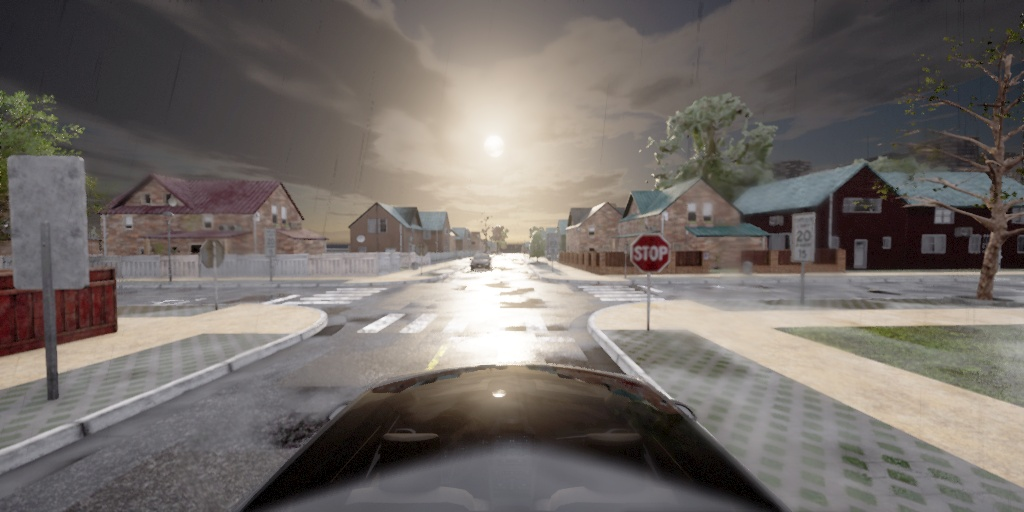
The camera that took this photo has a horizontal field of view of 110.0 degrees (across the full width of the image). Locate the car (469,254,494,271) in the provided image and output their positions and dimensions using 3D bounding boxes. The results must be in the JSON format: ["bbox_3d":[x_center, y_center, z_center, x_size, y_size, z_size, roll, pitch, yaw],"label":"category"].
[{"bbox_3d":[-2.778,0.566,33.125,1.837,1.490,4.892,0,2,0],"label":"car"}]
